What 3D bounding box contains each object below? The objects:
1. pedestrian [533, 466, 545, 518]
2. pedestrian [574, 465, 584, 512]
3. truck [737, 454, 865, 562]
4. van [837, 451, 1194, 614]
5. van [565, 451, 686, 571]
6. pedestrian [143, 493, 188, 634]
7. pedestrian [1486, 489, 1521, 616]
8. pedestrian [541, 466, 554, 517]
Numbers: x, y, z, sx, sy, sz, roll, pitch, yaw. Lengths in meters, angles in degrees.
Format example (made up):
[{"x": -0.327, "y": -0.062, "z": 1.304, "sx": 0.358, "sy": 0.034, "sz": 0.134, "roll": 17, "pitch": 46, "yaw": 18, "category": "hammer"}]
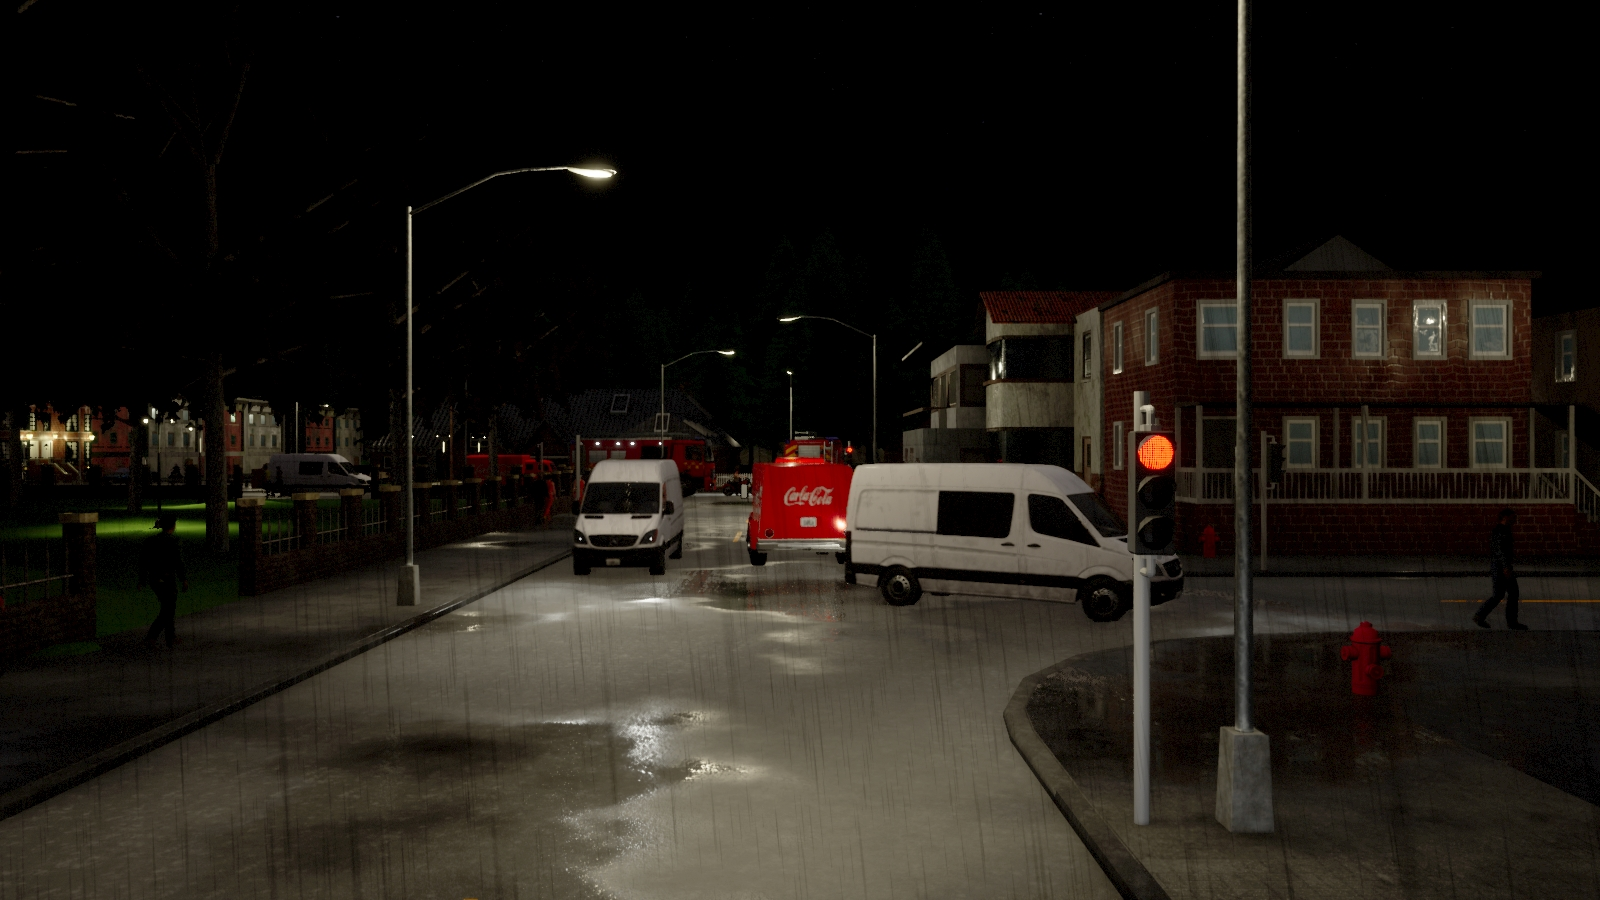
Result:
[{"x": -9.360, "y": 1.507, "z": 40.992, "sx": 0.375, "sy": 1.860, "sz": 0.375, "roll": 0, "pitch": 0, "yaw": 0, "category": "pedestrian"}, {"x": -8.717, "y": 1.506, "z": 45.087, "sx": 0.375, "sy": 1.860, "sz": 0.375, "roll": 0, "pitch": 0, "yaw": -9, "category": "pedestrian"}, {"x": -0.107, "y": 1.336, "z": 28.945, "sx": 2.627, "sy": 2.467, "sz": 5.204, "roll": 0, "pitch": 0, "yaw": -7, "category": "truck"}, {"x": 3.734, "y": 1.307, "z": 20.338, "sx": 5.915, "sy": 2.561, "sz": 1.988, "roll": 0, "pitch": 0, "yaw": 31, "category": "van"}, {"x": -4.017, "y": 1.303, "z": 27.365, "sx": 1.988, "sy": 2.561, "sz": 5.915, "roll": 0, "pitch": 0, "yaw": 0, "category": "van"}, {"x": -8.540, "y": 1.518, "z": 15.388, "sx": 0.375, "sy": 1.860, "sz": 0.375, "roll": 0, "pitch": 0, "yaw": 11, "category": "pedestrian"}, {"x": 10.542, "y": 1.526, "z": 17.121, "sx": 0.375, "sy": 1.860, "sz": 0.375, "roll": 0, "pitch": 0, "yaw": 41, "category": "pedestrian"}, {"x": -9.294, "y": 1.507, "z": 42.020, "sx": 0.375, "sy": 1.860, "sz": 0.375, "roll": 0, "pitch": 0, "yaw": 2, "category": "pedestrian"}]
